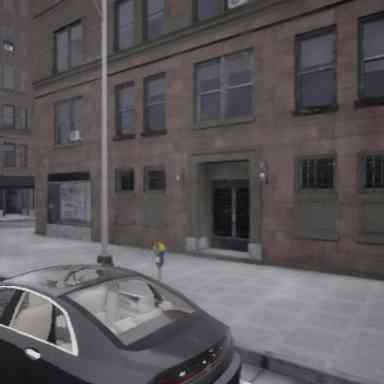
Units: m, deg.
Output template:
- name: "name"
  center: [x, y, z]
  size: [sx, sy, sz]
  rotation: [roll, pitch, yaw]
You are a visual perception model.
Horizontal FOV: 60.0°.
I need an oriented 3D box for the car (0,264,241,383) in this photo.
- name: "car"
  center: [-1.580, 1.562, 3.934]
  size: [4.403, 1.369, 2.008]
  rotation: [0, 0, 35]
